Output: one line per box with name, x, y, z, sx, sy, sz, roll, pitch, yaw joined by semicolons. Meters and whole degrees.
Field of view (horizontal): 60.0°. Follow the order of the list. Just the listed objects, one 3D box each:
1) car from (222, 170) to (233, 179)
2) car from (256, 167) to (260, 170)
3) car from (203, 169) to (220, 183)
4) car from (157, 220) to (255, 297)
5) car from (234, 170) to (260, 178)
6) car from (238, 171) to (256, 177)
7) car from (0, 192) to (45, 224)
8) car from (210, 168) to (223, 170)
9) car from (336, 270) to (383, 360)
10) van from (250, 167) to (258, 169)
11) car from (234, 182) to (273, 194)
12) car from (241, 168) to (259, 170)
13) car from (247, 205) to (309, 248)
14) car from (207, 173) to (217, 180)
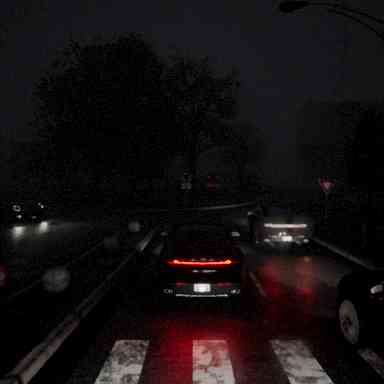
car;8.356;-3.964;80.449;1.812;1.442;4.674;1;5;10
car;14.457;-4.960;87.579;5.566;2.045;2.435;1;6;10
car;3.859;-2.831;65.089;2.150;2.045;5.566;0;5;1
car;0.211;1.466;8.488;1.837;1.490;4.892;0;1;1
car;13.045;-3.936;79.504;4.892;1.521;2.231;1;5;10
car;14.870;-4.942;90.289;4.792;1.488;2.163;1;6;11
car;-11.052;0.796;19.887;4.553;1.767;2.097;2;5;25
car;6.056;-4.549;84.866;2.097;1.767;4.553;1;6;10
car;3.163;1.489;3.324;2.128;1.511;4.902;0;0;0
van;13.859;-4.679;84.910;4.442;1.987;1.878;1;6;10
car;7.691;-0.604;41.961;2.033;1.411;5.357;-3;5;-34
car;13.543;-4.319;82.189;4.553;1.767;2.185;1;6;10
car;3.434;1.295;13.924;2.128;1.511;4.902;0;3;3
car;4.563;-3.509;75.422;1.837;1.490;4.892;1;5;9
